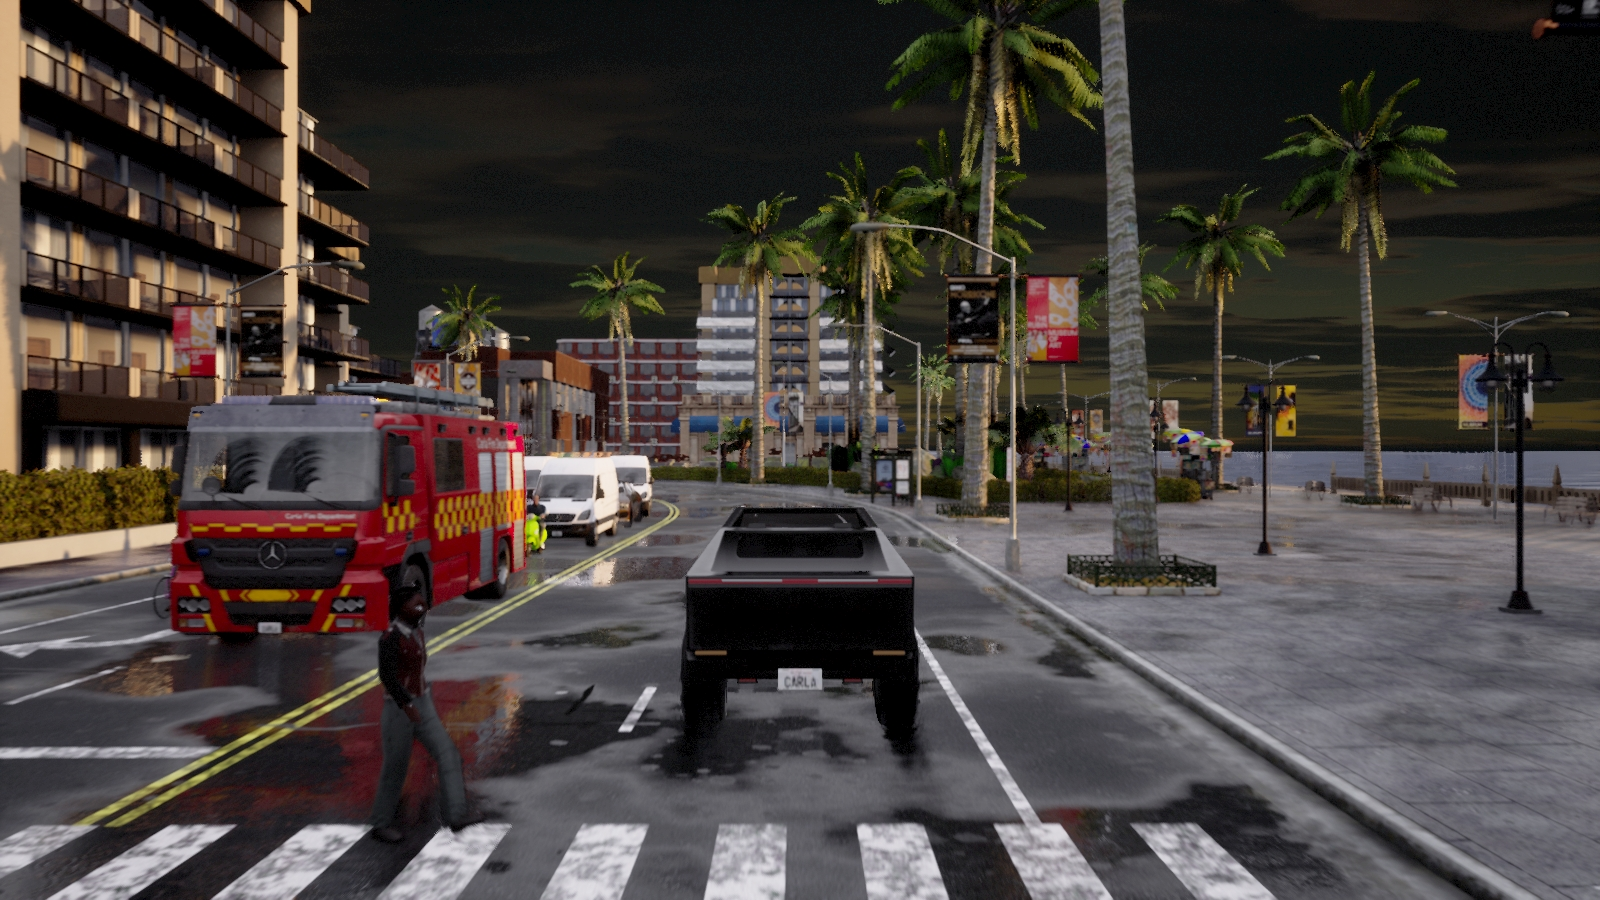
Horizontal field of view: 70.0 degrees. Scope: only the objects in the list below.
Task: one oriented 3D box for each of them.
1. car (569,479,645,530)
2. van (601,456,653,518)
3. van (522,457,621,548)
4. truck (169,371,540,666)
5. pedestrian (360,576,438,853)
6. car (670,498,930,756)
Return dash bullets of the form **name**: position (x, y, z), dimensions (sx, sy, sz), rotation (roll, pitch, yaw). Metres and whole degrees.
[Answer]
- **car**: position (-7.164, 1.992, 42.936), dimensions (2.152, 1.651, 5.027), rotation (0, 0, -2)
- **van**: position (-7.540, 1.535, 50.245), dimensions (1.988, 2.561, 5.915), rotation (0, 0, -6)
- **van**: position (-7.038, 1.534, 35.898), dimensions (1.988, 2.561, 5.915), rotation (0, 0, -1)
- **truck**: position (-6.748, 0.891, 19.071), dimensions (2.891, 3.827, 8.468), rotation (0, 0, 0)
- **pedestrian**: position (-2.840, 1.849, 8.105), dimensions (0.375, 1.860, 0.375), rotation (0, 0, 16)
- **car**: position (0.000, 1.753, 13.602), dimensions (2.390, 2.098, 6.274), rotation (0, 0, 0)
